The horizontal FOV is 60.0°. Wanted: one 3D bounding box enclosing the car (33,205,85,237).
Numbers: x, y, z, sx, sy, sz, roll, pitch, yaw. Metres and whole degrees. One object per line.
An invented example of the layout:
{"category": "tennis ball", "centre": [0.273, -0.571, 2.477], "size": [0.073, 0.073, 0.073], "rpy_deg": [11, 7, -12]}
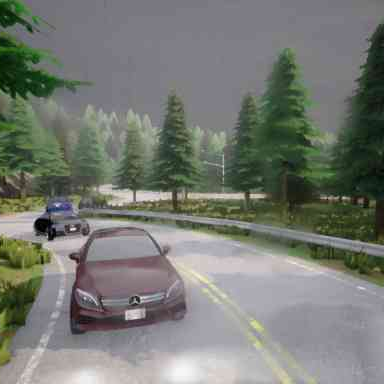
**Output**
{"category": "car", "centre": [-7.030, 1.664, 17.757], "size": [1.994, 1.385, 4.181], "rpy_deg": [-4, 2, -38]}

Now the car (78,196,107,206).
{"category": "car", "centre": [-12.661, 1.289, 42.808], "size": [2.097, 1.767, 4.553], "rpy_deg": [2, 2, 13]}

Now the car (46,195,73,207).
{"category": "car", "centre": [-12.818, 1.326, 32.222], "size": [2.150, 2.045, 5.566], "rpy_deg": [-1, 0, -18]}

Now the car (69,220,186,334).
{"category": "car", "centre": [-1.512, 1.523, 7.052], "size": [1.812, 1.442, 4.674], "rpy_deg": [-2, 0, -17]}
